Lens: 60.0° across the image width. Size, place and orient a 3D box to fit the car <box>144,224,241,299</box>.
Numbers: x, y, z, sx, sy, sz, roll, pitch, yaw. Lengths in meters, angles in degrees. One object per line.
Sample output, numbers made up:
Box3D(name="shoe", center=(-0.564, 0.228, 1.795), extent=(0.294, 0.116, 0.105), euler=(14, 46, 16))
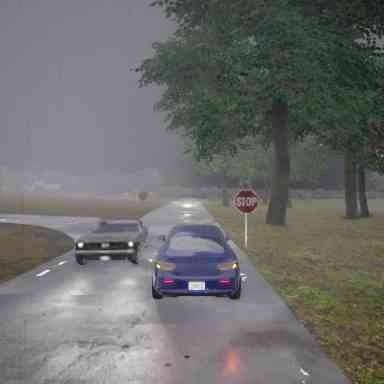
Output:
Box3D(name="car", center=(0.089, 1.530, 8.305), extent=(1.812, 1.442, 4.674), euler=(0, 0, 0))

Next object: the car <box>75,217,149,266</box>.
Box3D(name="car", center=(-2.615, 1.605, 11.818), extent=(1.895, 1.301, 4.718), euler=(0, 0, -3))
